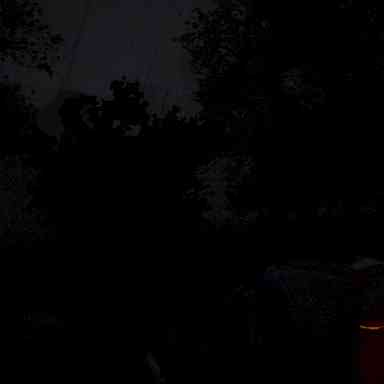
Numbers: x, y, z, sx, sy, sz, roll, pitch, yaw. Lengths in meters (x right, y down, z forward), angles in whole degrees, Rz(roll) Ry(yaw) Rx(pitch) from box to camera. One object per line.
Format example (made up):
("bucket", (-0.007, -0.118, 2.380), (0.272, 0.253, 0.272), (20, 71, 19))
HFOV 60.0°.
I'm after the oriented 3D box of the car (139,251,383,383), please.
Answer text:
("car", (1.628, 1.566, 4.218), (4.674, 1.442, 1.812), (1, 0, -36))
